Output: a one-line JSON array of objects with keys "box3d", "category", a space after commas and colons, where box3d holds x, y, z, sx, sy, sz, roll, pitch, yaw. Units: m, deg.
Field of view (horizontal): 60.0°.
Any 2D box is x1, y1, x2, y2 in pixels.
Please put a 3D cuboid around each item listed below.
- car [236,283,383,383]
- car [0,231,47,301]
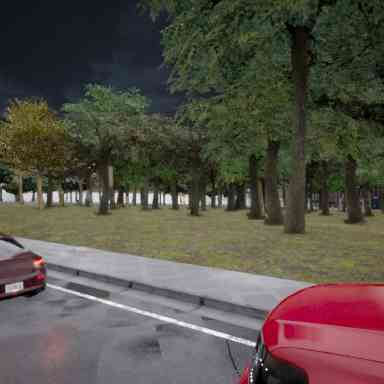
[{"box3d": [2.944, 1.222, 1.586, 5.566, 2.045, 2.150, 0, 0, 35], "category": "car"}, {"box3d": [-5.015, 1.524, 7.243, 4.674, 1.442, 1.812, 0, 0, 36], "category": "car"}]
